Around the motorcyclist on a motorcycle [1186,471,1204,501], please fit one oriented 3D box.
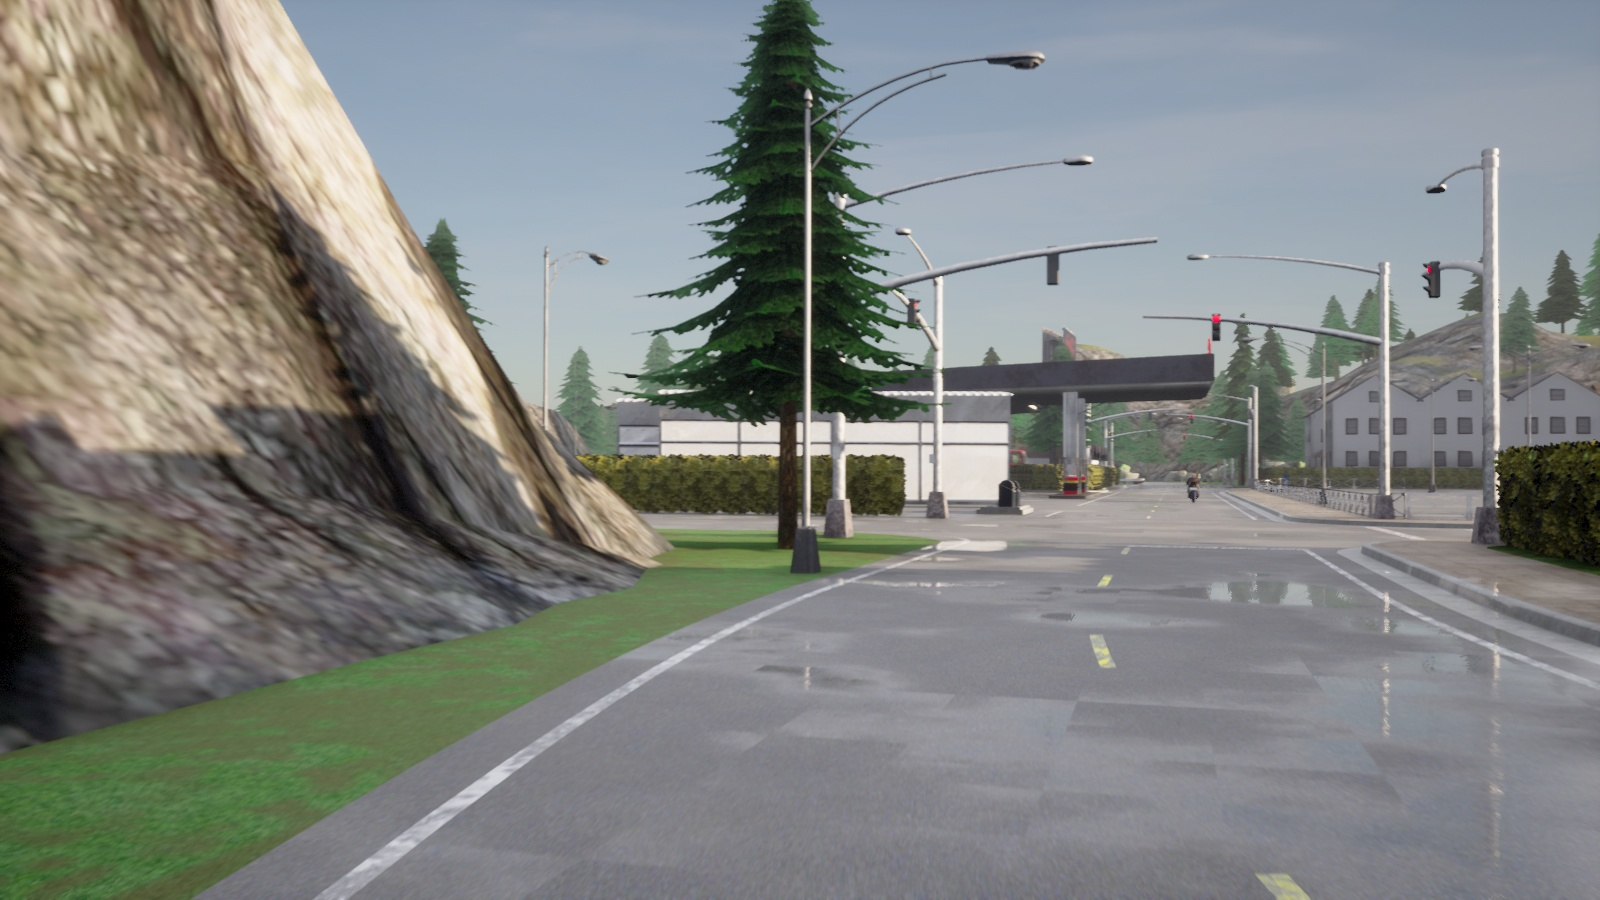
[{"bbox_3d":[21.028,1.905,66.831,0.866,1.530,2.191,0,-1,17],"label":"motorcyclist on a motorcycle"}]
